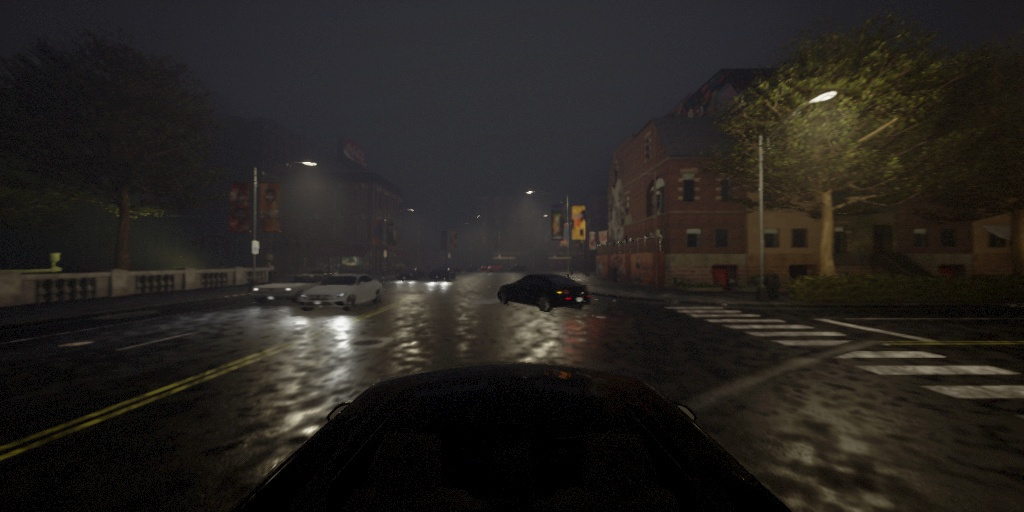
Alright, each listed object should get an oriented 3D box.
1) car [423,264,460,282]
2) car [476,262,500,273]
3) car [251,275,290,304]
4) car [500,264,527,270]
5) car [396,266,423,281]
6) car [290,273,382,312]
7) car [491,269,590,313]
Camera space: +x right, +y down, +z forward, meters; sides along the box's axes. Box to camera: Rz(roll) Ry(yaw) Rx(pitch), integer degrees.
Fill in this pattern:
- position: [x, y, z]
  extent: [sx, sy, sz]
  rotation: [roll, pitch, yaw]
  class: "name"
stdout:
- position: [-6.780, 1.752, 34.894]
  extent: [1.994, 1.385, 4.181]
  rotation: [0, -1, 3]
  class: "car"
- position: [-3.341, 1.854, 59.193]
  extent: [2.097, 1.767, 4.553]
  rotation: [0, -1, 30]
  class: "car"
- position: [-10.581, 1.571, 17.951]
  extent: [1.895, 1.301, 4.718]
  rotation: [0, -1, 0]
  class: "car"
- position: [0.732, 1.991, 59.149]
  extent: [2.128, 1.511, 4.902]
  rotation: [-1, -1, 32]
  class: "car"
- position: [-10.219, 1.770, 37.410]
  extent: [2.033, 1.411, 5.357]
  rotation: [0, -1, 5]
  class: "car"
- position: [-7.078, 1.460, 15.382]
  extent: [1.812, 1.442, 4.674]
  rotation: [0, -1, 0]
  class: "car"
- position: [1.211, 1.450, 15.071]
  extent: [1.812, 1.442, 4.674]
  rotation: [-1, 0, -34]
  class: "car"
